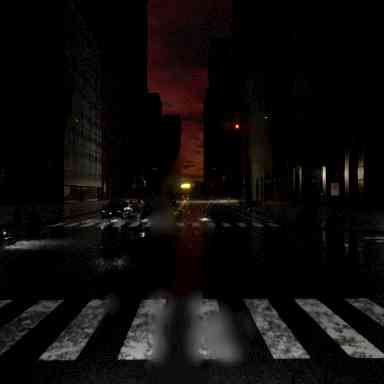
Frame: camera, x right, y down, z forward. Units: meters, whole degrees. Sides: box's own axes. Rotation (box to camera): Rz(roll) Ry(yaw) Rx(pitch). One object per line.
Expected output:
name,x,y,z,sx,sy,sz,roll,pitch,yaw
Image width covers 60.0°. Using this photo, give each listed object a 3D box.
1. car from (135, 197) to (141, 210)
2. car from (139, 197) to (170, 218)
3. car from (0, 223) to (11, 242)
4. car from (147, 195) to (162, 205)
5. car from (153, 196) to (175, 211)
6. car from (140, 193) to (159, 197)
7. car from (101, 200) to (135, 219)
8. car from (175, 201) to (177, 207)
car,-6.641,1.604,38.863,1.895,1.301,4.718,0,0,0
car,-3.379,1.480,30.891,1.882,1.535,5.008,0,0,0
car,-9.857,1.561,13.694,4.181,1.385,1.994,0,0,-12
car,-6.624,1.359,59.254,2.097,1.767,4.553,0,0,-1
car,-3.397,1.529,40.171,1.812,1.442,4.674,0,0,0
car,-6.644,1.227,49.116,2.150,2.045,5.566,0,0,1
car,-6.646,1.507,29.600,1.837,1.490,4.892,0,0,1
car,-3.391,1.569,50.183,1.994,1.385,4.181,0,0,1
